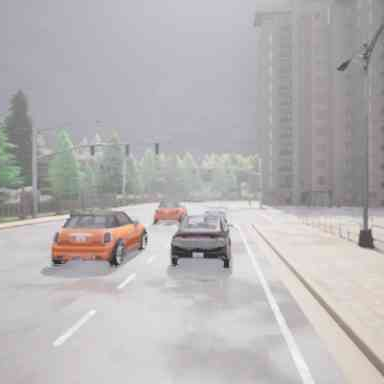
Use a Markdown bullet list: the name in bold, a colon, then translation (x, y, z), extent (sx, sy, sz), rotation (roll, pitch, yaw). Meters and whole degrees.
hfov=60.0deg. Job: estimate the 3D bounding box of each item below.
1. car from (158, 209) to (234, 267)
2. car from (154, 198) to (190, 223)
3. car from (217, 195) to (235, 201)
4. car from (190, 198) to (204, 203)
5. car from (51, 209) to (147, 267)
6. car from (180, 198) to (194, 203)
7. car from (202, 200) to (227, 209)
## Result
- **car**: translation (0.421, 1.566, 11.736), extent (2.128, 1.511, 4.902), rotation (0, 0, 6)
- **car**: translation (-1.656, 1.521, 26.905), extent (2.097, 1.767, 4.553), rotation (0, 0, 6)
- **car**: translation (10.146, 2.069, 95.036), extent (4.892, 1.490, 1.837), rotation (0, 0, -41)
- **car**: translation (1.398, 2.070, 82.498), extent (1.994, 1.385, 4.181), rotation (0, 0, 22)
- **car**: translation (-3.073, 1.428, 11.967), extent (2.097, 1.767, 4.553), rotation (0, 0, 6)
- **car**: translation (-1.199, 2.130, 85.292), extent (1.895, 1.301, 4.718), rotation (0, 0, 22)
- **car**: translation (1.907, 1.697, 27.339), extent (1.812, 1.442, 4.674), rotation (0, 0, 6)
